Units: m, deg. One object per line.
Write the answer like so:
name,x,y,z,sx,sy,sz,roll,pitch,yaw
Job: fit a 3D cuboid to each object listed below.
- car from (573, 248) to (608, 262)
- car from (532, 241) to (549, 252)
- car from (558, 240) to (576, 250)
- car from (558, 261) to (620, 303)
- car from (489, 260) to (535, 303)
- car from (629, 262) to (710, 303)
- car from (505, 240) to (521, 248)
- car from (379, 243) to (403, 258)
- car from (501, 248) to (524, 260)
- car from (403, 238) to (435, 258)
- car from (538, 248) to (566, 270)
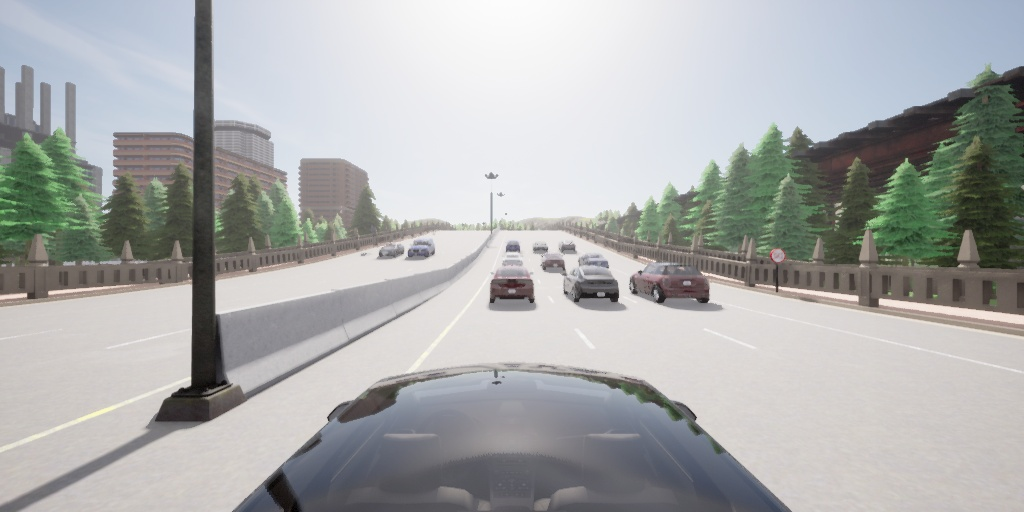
car,7.056,0.410,31.397,2.033,1.411,5.357,0,5,0
car,3.640,-1.268,46.631,1.895,1.301,4.718,0,7,0
car,7.140,-1.385,46.571,2.128,1.511,4.902,0,7,0
car,3.501,1.200,16.484,1.837,1.490,4.892,0,1,0
car,0.000,1.168,16.483,1.882,1.535,5.008,0,1,0
car,7.000,1.050,16.451,2.097,1.767,4.553,0,1,0
car,0.140,-1.395,46.604,1.882,1.535,5.008,0,7,0
car,-13.889,-0.719,41.579,2.128,1.511,4.902,0,7,0
car,0.056,0.380,31.433,1.812,1.442,4.674,0,5,0
car,-10.389,-0.909,41.505,2.150,2.045,5.566,0,7,0
car,3.556,0.380,31.414,1.812,1.442,4.674,0,5,0
